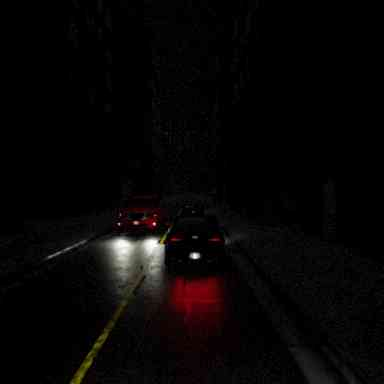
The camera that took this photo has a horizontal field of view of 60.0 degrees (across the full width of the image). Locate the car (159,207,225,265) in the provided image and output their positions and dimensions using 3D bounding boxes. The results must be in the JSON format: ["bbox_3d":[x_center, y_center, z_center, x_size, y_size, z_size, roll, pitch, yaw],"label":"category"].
[{"bbox_3d":[0.090,1.494,11.623,1.837,1.490,4.892,0,1,0],"label":"car"}]

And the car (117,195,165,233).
[{"bbox_3d":[-2.846,1.198,19.680,2.150,2.045,5.566,0,0,0],"label":"car"}]

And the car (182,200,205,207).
[{"bbox_3d":[0.096,1.451,30.138,2.128,1.511,4.902,0,0,0],"label":"car"}]
